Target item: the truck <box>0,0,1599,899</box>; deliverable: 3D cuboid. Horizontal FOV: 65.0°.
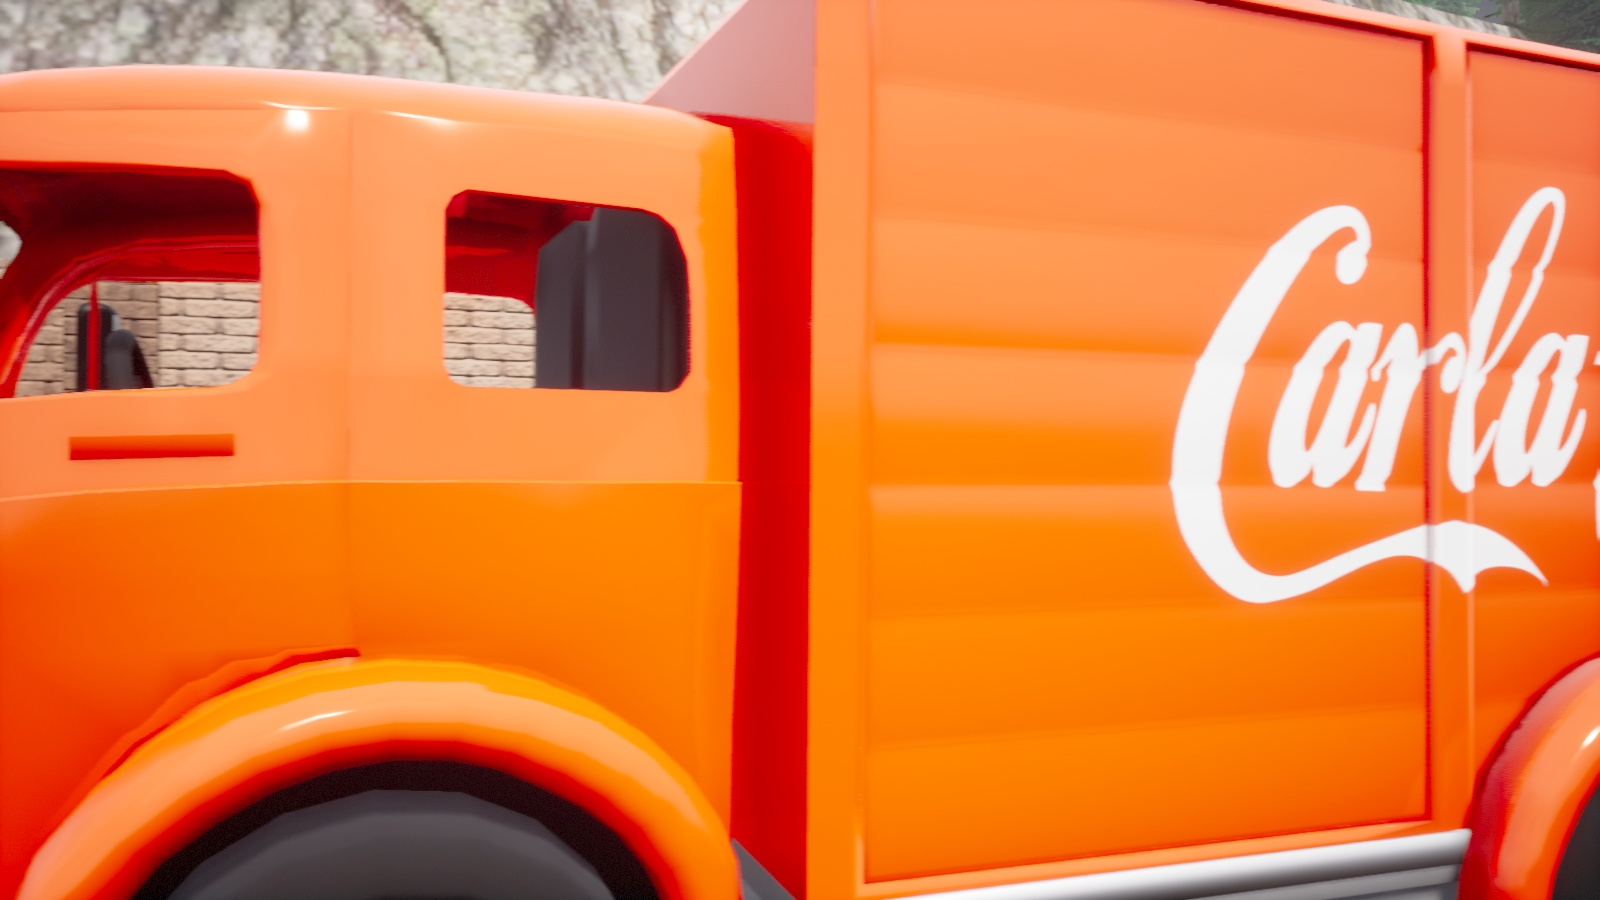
[{"bbox_3d":[0.310,0.256,3.355,5.204,2.467,2.627,-1,1,-21],"label":"truck"}]
